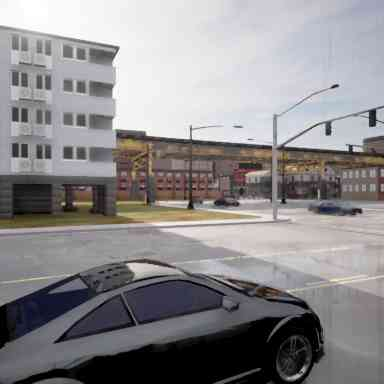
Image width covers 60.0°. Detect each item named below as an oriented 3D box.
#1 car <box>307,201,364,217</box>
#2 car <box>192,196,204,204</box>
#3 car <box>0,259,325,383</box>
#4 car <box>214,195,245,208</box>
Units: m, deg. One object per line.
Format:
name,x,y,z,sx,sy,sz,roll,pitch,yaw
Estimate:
car,13.585,1.547,31.959,2.033,1.411,5.357,0,0,-26
car,0.917,1.526,61.745,1.812,1.442,4.674,0,0,-5
car,-0.379,1.564,4.054,4.181,1.385,1.994,0,0,-30
car,5.159,1.548,49.723,2.033,1.411,5.357,0,0,-25
